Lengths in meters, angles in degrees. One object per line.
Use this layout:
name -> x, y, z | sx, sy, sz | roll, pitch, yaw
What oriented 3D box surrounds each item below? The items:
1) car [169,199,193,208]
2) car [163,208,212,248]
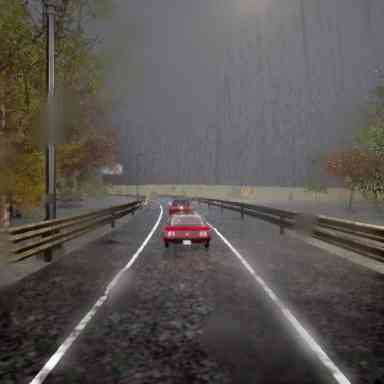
car -> -1.008, 1.359, 29.747 | 2.097, 1.767, 4.553 | 0, 0, -4
car -> -0.254, 1.610, 14.763 | 1.895, 1.301, 4.718 | 0, 0, -2
